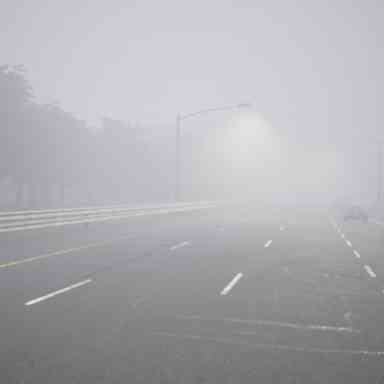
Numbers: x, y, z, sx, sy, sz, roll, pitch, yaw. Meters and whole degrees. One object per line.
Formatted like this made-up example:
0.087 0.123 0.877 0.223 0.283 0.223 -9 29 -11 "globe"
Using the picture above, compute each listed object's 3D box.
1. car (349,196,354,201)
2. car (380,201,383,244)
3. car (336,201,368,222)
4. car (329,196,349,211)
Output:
31.819 1.885 68.514 2.150 2.045 5.566 0 0 38 "car"
6.822 1.330 8.957 2.150 2.045 5.566 0 0 20 "car"
14.184 1.834 29.317 2.033 1.411 5.357 0 0 20 "car"
21.030 1.803 48.084 2.097 1.767 4.553 0 0 21 "car"
